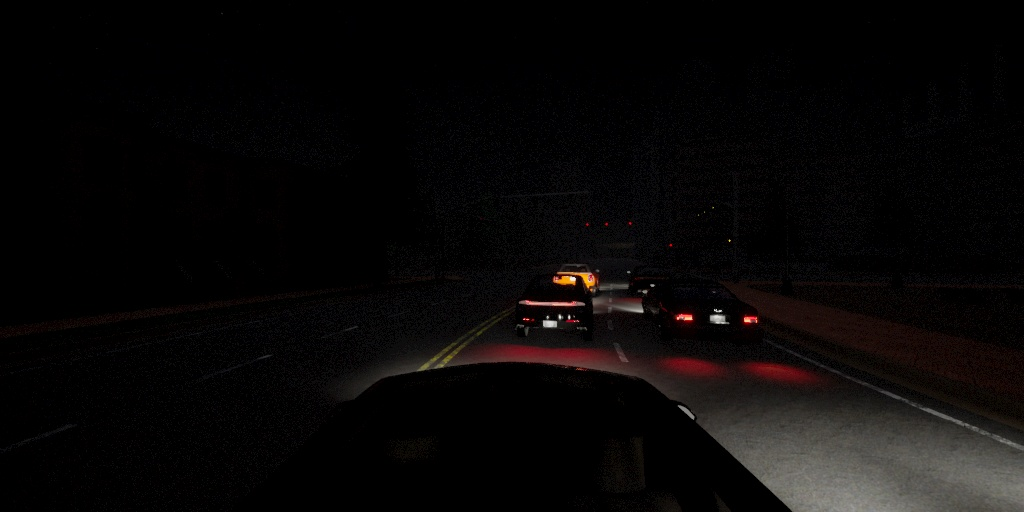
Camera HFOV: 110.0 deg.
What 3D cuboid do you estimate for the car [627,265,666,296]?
[{"bbox_3d":[7.249,1.228,19.102,1.882,1.535,5.008,0,0,16],"label":"car"}]

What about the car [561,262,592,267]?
[{"bbox_3d":[3.481,1.102,18.929,2.097,1.767,4.553,0,0,16],"label":"car"}]

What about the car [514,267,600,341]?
[{"bbox_3d":[1.319,1.242,10.040,2.128,1.511,4.902,0,0,12],"label":"car"}]

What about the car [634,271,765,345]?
[{"bbox_3d":[4.692,1.297,9.613,2.033,1.411,5.357,0,0,13],"label":"car"}]
